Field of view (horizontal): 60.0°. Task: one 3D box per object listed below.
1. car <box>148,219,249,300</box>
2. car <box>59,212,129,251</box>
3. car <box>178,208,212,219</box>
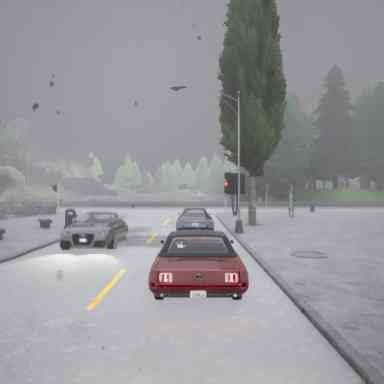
[{"bbox_3d":[0.127,1.601,8.351,1.895,1.301,4.718,0,0,0],"label":"car"},{"bbox_3d":[-3.954,1.564,14.053,1.994,1.385,4.181,0,0,0],"label":"car"},{"bbox_3d":[0.162,1.564,18.390,1.994,1.385,4.181,0,0,0],"label":"car"}]
